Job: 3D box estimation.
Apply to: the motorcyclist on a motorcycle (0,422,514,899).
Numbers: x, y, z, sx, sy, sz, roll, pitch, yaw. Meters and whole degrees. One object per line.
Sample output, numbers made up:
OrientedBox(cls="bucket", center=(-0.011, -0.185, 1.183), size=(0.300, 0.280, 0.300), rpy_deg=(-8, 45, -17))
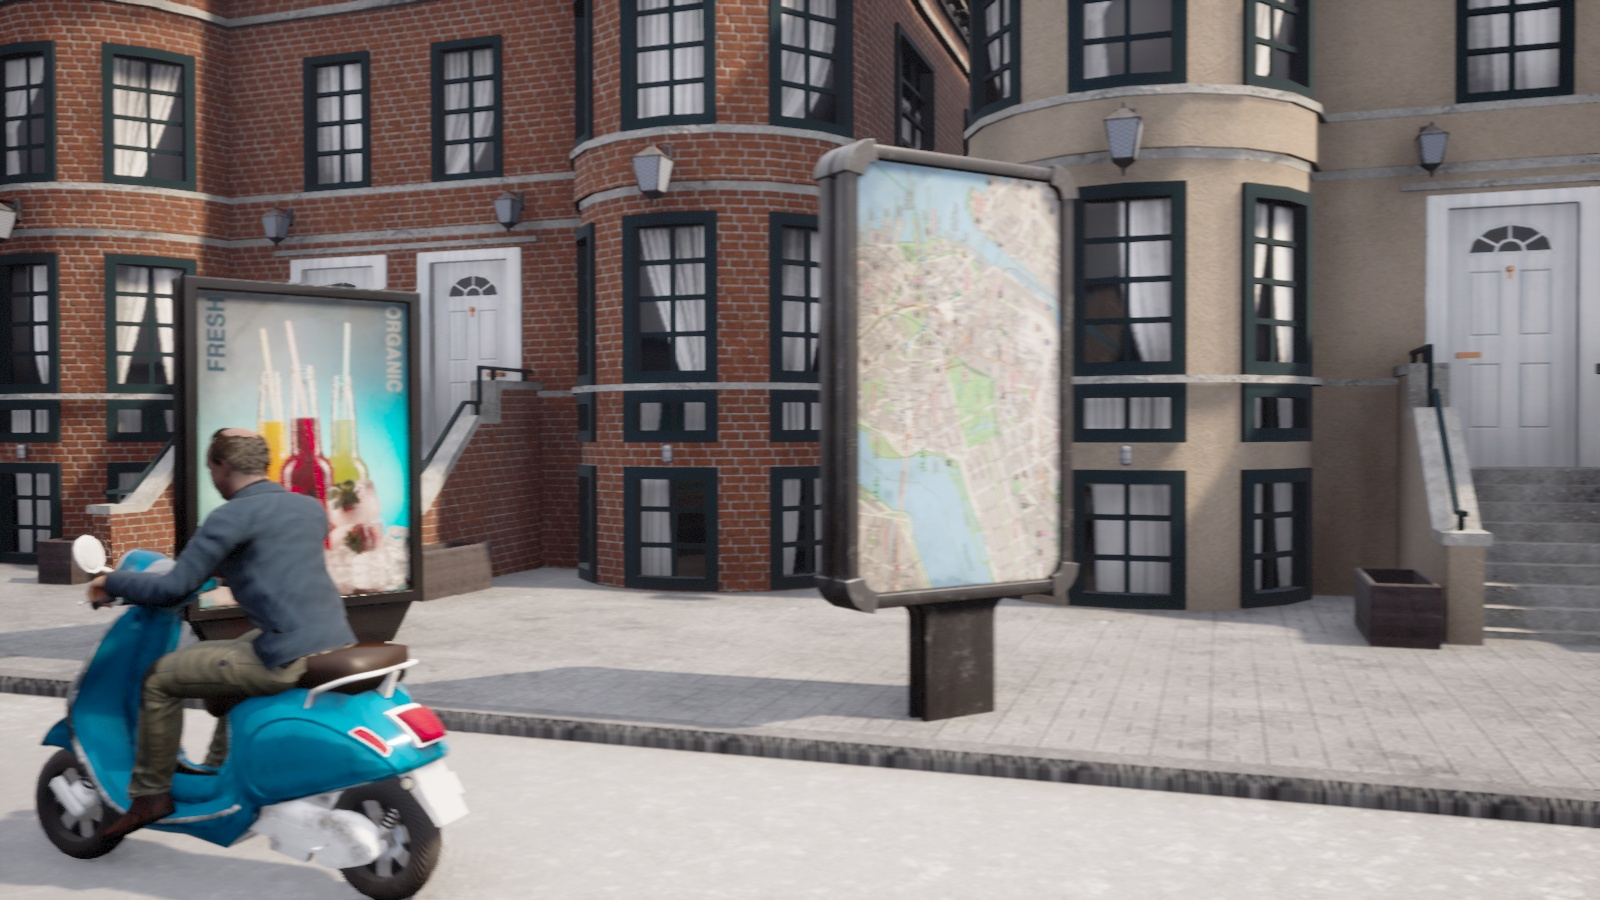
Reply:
OrientedBox(cls="motorcyclist on a motorcycle", center=(-2.031, 0.701, 4.403), size=(1.817, 1.590, 0.866), rpy_deg=(1, 1, 19))
